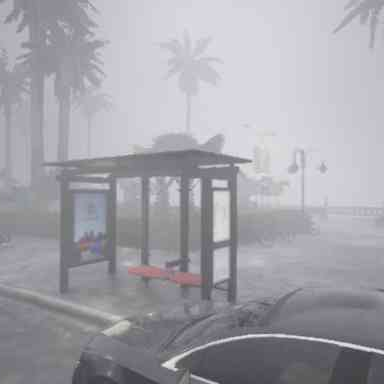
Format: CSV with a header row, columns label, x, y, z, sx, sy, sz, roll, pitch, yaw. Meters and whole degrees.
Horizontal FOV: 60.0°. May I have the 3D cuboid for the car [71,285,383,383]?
label,x,y,z,sx,sy,sz,roll,pitch,yaw
car,1.064,1.528,2.478,4.892,1.490,1.837,0,0,37
